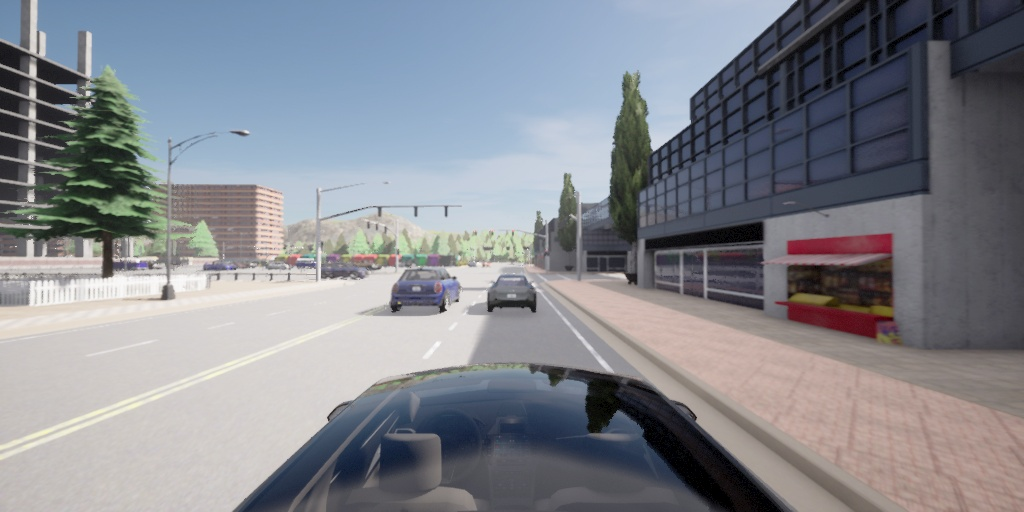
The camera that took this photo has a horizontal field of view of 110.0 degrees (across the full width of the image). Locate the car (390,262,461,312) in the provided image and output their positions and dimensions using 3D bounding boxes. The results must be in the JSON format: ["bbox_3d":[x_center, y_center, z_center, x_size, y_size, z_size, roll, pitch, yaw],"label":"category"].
[{"bbox_3d":[-3.485,1.251,15.243,2.097,1.767,4.553,0,-1,0],"label":"car"}]

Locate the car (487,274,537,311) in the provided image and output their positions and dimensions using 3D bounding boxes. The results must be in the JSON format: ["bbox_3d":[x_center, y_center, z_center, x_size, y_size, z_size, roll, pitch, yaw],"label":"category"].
[{"bbox_3d":[0.012,1.464,15.234,1.994,1.385,4.181,0,-1,1],"label":"car"}]

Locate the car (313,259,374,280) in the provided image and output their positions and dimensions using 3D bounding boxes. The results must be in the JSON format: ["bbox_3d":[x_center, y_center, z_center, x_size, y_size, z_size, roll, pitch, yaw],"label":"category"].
[{"bbox_3d":[-16.654,1.421,35.553,4.553,1.767,2.097,0,-1,0],"label":"car"}]
